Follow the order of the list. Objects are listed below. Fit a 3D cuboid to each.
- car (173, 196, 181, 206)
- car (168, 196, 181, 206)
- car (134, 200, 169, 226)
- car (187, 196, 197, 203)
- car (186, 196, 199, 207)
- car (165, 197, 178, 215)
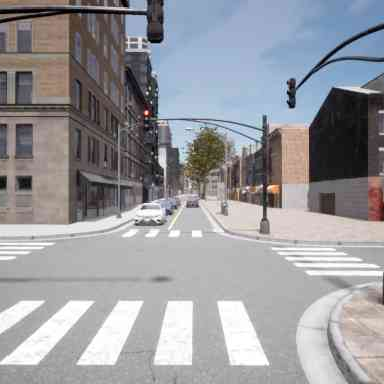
[{"bbox_3d":[-2.833,1.507,43.676,1.812,1.442,4.674,0,0,0],"label":"car"},{"bbox_3d":[-2.821,1.485,53.767,1.837,1.490,4.892,0,0,0],"label":"car"},{"bbox_3d":[-2.856,1.515,23.464,1.812,1.442,4.674,0,0,0],"label":"car"},{"bbox_3d":[0.082,1.547,69.286,1.994,1.385,4.181,0,0,0],"label":"car"},{"bbox_3d":[0.088,1.528,50.037,2.033,1.411,5.357,0,0,0],"label":"car"},{"bbox_3d":[-2.859,1.532,33.894,2.033,1.411,5.357,0,0,0],"label":"car"}]
